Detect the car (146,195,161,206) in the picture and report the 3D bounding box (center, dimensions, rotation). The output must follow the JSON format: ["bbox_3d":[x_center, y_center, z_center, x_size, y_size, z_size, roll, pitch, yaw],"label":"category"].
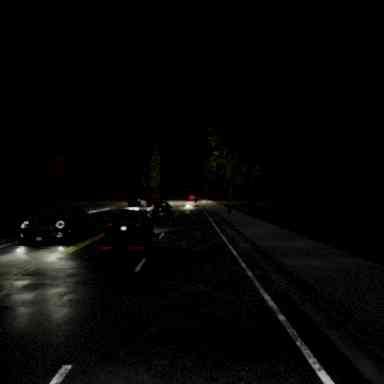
[{"bbox_3d":[-6.565,1.580,57.721,2.150,2.045,5.566,0,0,1],"label":"car"}]

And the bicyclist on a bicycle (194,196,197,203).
[{"bbox_3d":[0.880,1.947,79.129,0.866,1.612,1.509,0,0,0],"label":"bicyclist on a bicycle"}]

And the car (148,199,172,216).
[{"bbox_3d":[-3.155,1.762,35.848,2.033,1.411,5.357,0,0,0],"label":"car"}]

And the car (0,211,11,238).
[{"bbox_3d":[-9.853,1.639,16.261,2.033,1.411,5.357,0,0,0],"label":"car"}]

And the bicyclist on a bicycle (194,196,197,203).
[{"bbox_3d":[0.883,1.946,88.128,0.659,1.776,1.843,0,0,0],"label":"bicyclist on a bicycle"}]

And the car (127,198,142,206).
[{"bbox_3d":[-9.817,1.847,57.168,2.128,1.511,4.902,0,0,0],"label":"car"}]

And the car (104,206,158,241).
[{"bbox_3d":[-3.154,1.662,17.352,1.994,1.385,4.181,0,0,0],"label":"car"}]

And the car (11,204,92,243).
[{"bbox_3d":[-6.603,1.445,16.574,2.097,1.767,4.553,0,0,0],"label":"car"}]
